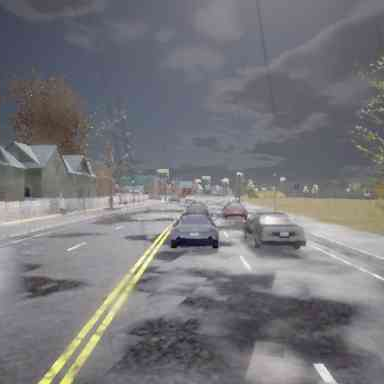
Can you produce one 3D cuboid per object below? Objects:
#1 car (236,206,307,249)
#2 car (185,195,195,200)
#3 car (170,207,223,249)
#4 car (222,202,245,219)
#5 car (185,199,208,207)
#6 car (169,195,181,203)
[{"bbox_3d":[3.372,1.569,14.545,2.033,1.411,5.357,0,0,1],"label":"car"},{"bbox_3d":[-0.464,1.473,70.993,1.882,1.535,5.008,0,0,4],"label":"car"},{"bbox_3d":[0.123,1.579,14.598,1.994,1.385,4.181,0,0,1],"label":"car"},{"bbox_3d":[3.739,1.593,29.464,1.994,1.385,4.181,0,0,2],"label":"car"},{"bbox_3d":[0.491,1.595,29.571,1.994,1.385,4.181,0,0,2],"label":"car"},{"bbox_3d":[-3.700,1.355,71.290,2.097,1.767,4.553,0,0,4],"label":"car"}]
